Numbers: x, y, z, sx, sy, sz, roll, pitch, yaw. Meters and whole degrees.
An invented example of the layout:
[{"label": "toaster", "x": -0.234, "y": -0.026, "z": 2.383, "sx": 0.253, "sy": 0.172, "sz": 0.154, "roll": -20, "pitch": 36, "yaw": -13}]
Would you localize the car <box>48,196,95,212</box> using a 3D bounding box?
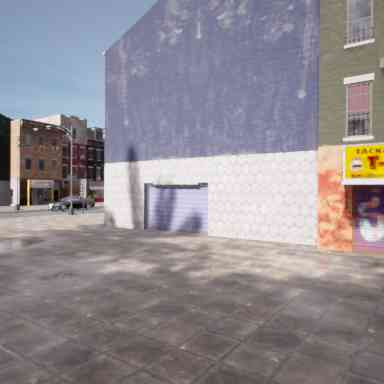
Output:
[{"label": "car", "x": -12.369, "y": 1.182, "z": 34.426, "sx": 2.128, "sy": 1.511, "sz": 4.902, "roll": 1, "pitch": 1, "yaw": 36}]
